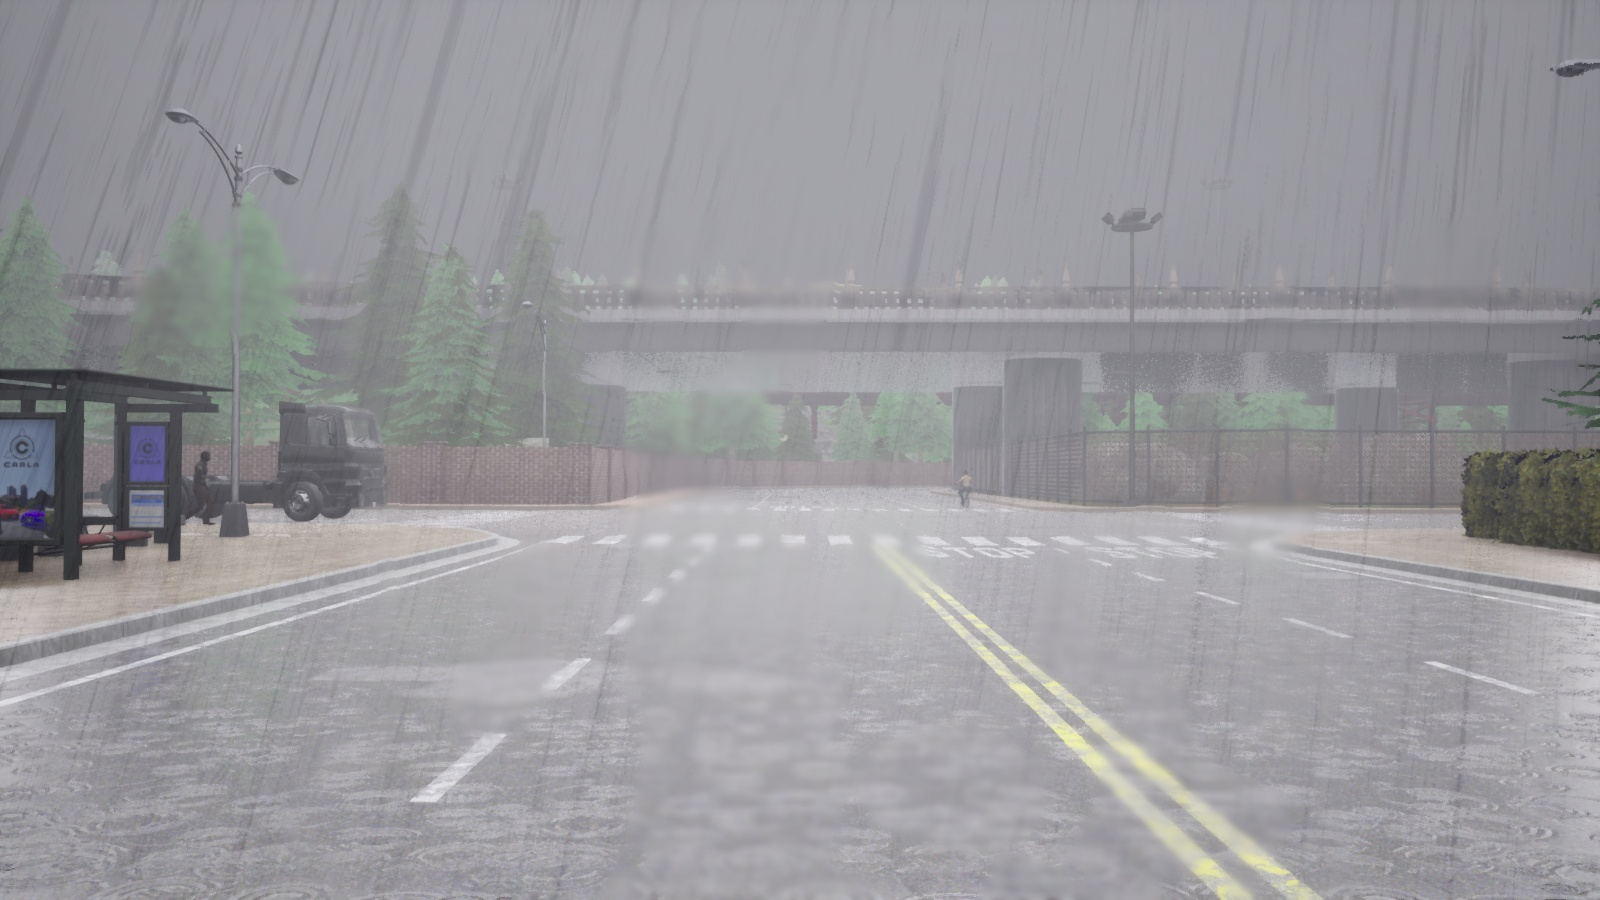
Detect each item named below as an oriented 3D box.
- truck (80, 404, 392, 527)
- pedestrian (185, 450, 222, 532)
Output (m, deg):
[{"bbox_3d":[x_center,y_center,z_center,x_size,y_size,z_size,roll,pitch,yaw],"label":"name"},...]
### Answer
[{"bbox_3d":[-16.563,0.468,37.266,7.936,3.462,2.891,0,-1,1],"label":"truck"},{"bbox_3d":[-14.067,0.966,29.632,0.692,1.930,0.395,0,-1,-10],"label":"pedestrian"}]
